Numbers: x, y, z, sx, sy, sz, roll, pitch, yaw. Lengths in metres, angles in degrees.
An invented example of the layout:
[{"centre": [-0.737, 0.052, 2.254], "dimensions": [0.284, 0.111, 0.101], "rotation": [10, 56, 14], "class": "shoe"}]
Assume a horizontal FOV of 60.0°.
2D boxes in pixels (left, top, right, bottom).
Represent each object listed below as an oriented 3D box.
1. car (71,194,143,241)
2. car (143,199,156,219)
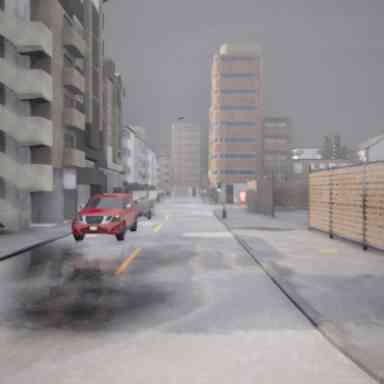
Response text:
[{"centre": [-4.065, 1.120, 16.466], "dimensions": [2.150, 2.045, 5.566], "rotation": [0, 0, 0], "class": "car"}, {"centre": [-4.042, 1.339, 26.906], "dimensions": [1.837, 1.490, 4.892], "rotation": [0, 0, 0], "class": "car"}]
